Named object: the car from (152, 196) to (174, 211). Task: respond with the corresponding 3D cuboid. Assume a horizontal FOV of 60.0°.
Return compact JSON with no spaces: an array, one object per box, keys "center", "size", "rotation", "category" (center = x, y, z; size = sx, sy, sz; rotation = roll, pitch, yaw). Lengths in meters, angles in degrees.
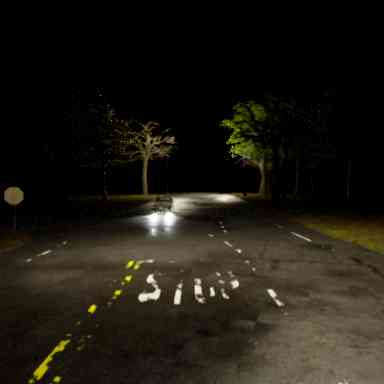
[{"center":[-2.906,1.135,33.775],"size":[1.895,1.301,4.718],"rotation":[0,2,2],"category":"car"}]
